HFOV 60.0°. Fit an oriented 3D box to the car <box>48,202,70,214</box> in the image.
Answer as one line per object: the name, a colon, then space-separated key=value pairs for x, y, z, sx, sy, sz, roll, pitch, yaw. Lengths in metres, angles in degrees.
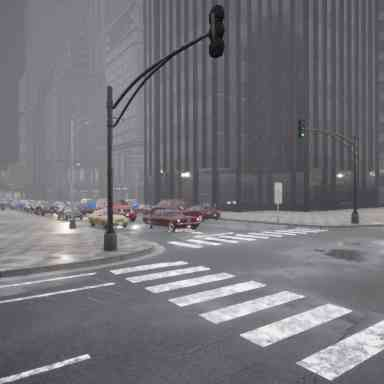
car: x=-18.779 y=2.177 z=46.819 sx=1.812 sy=1.442 sz=4.674 roll=0 pitch=-1 yaw=-35

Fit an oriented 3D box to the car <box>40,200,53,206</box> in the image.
car: x=-34.661 y=2.659 z=79.223 sx=1.947 sy=1.339 sz=4.313 roll=-1 pitch=0 yaw=-35

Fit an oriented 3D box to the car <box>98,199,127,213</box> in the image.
car: x=-11.118 y=1.874 z=46.093 sx=2.192 sy=1.841 sz=5.009 roll=-1 pitch=0 yaw=-35

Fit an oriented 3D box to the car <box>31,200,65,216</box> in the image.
car: x=-17.631 y=1.900 z=40.495 sx=2.192 sy=1.841 sz=5.009 roll=-1 pitch=0 yaw=-35

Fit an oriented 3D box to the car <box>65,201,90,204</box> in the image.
car: x=-12.934 y=2.062 z=38.513 sx=2.033 sy=1.411 sz=5.357 roll=0 pitch=-1 yaw=-35

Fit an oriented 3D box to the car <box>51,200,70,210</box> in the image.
car: x=-22.977 y=2.270 z=58.005 sx=1.882 sy=1.535 sz=5.008 roll=0 pitch=-1 yaw=-35

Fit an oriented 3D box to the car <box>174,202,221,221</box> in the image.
car: x=0.646 y=1.828 z=29.486 sx=1.887 sy=1.381 sz=4.507 roll=-1 pitch=0 yaw=-35

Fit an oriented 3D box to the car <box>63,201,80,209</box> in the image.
car: x=-22.615 y=2.405 z=62.253 sx=1.802 sy=1.307 sz=4.206 roll=-1 pitch=0 yaw=-35

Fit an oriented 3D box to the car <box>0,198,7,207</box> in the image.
car: x=-41.208 y=2.665 z=73.717 sx=1.887 sy=1.381 sz=4.507 roll=-1 pitch=0 yaw=-35

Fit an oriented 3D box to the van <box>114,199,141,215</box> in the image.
van: x=-8.178 y=1.831 z=41.941 sx=1.690 sy=1.788 sz=3.998 roll=-1 pitch=0 yaw=-35

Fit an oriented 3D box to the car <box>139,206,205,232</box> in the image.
car: x=-1.458 y=1.846 z=22.337 sx=1.895 sy=1.301 sz=4.718 roll=0 pitch=-1 yaw=-35

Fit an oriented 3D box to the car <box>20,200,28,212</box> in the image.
car: x=-23.284 y=2.156 z=48.463 sx=1.967 sy=1.590 sz=4.097 roll=-1 pitch=0 yaw=-35

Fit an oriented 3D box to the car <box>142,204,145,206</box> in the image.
car: x=-5.232 y=2.003 z=37.789 sx=1.802 sy=1.307 sz=4.206 roll=-1 pitch=0 yaw=-35

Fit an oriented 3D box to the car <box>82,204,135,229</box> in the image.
car: x=-6.215 y=1.843 z=24.420 sx=1.752 sy=1.417 sz=4.829 roll=-1 pitch=0 yaw=-35

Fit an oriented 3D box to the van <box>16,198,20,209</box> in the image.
van: x=-26.114 y=2.122 z=52.448 sx=1.690 sy=1.788 sz=3.998 roll=-1 pitch=0 yaw=-35

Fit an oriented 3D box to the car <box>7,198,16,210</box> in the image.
car: x=-31.872 y=2.353 z=60.561 sx=1.967 sy=1.590 sz=4.097 roll=-1 pitch=0 yaw=-35

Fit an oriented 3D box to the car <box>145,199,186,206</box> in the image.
car: x=-2.299 y=1.667 z=33.638 sx=2.192 sy=1.841 sz=5.009 roll=-1 pitch=0 yaw=-35

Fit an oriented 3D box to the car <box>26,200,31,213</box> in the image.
car: x=-20.454 y=2.195 z=44.480 sx=1.887 sy=1.381 sz=4.507 roll=-1 pitch=0 yaw=-35

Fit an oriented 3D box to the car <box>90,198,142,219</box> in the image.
car: x=-7.011 y=1.598 z=30.161 sx=2.150 sy=2.045 sz=5.566 roll=0 pitch=-1 yaw=-35

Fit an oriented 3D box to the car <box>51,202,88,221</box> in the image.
car: x=-11.969 y=2.003 z=32.527 sx=2.008 sy=1.369 sz=4.403 roll=-1 pitch=0 yaw=-35

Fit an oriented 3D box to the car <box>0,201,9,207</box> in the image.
car: x=-44.319 y=2.770 z=78.102 sx=1.802 sy=1.307 sz=4.206 roll=-1 pitch=0 yaw=-35

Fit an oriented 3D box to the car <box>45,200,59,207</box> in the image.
car: x=-31.649 y=2.593 z=74.980 sx=1.947 sy=1.339 sz=4.313 roll=-1 pitch=0 yaw=-35
